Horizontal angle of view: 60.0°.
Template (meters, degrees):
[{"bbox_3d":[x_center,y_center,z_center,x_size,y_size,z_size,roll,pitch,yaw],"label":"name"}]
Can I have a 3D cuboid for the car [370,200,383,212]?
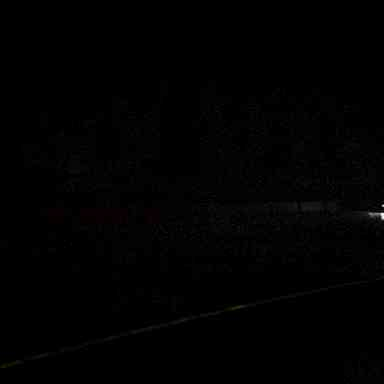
[{"bbox_3d":[21.123,1.360,35.164,4.674,1.442,1.812,-1,0,-19],"label":"car"}]
